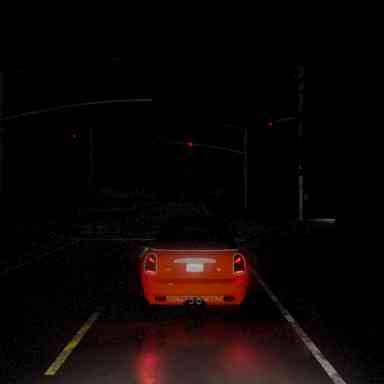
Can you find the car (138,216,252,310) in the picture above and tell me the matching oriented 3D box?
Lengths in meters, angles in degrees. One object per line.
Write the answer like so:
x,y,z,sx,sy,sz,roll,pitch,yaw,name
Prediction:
0.058,1.352,7.985,2.097,1.767,4.553,0,0,0,car
